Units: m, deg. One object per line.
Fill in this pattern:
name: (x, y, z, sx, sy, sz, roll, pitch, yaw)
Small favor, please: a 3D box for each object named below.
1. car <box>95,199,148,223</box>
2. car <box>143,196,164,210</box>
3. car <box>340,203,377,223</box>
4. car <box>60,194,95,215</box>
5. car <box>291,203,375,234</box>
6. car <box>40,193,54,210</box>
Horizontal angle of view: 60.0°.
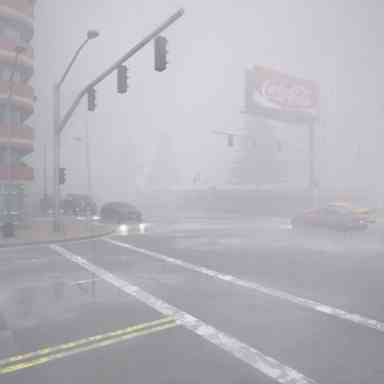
car: (-5.590, 1.505, 25.871, 1.837, 1.490, 4.892, 0, 0, -36)
car: (-5.652, 1.352, 44.265, 2.097, 1.767, 4.553, 0, 0, -36)
car: (9.853, 1.477, 22.738, 1.882, 1.535, 5.008, 0, 0, -36)
car: (-11.590, 1.221, 34.206, 2.150, 2.045, 5.566, 0, 0, -36)
car: (7.907, 1.564, 19.451, 1.994, 1.385, 4.181, 0, 0, -36)
car: (-18.304, 1.219, 43.549, 2.150, 2.045, 5.566, 0, 0, -35)
